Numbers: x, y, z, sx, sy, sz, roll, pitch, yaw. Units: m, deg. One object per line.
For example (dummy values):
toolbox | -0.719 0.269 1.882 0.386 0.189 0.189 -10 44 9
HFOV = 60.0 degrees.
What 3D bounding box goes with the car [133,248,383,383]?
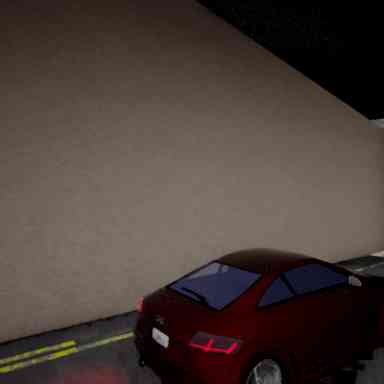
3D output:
car | 1.294 1.532 4.763 4.181 1.385 1.994 0 0 -35
